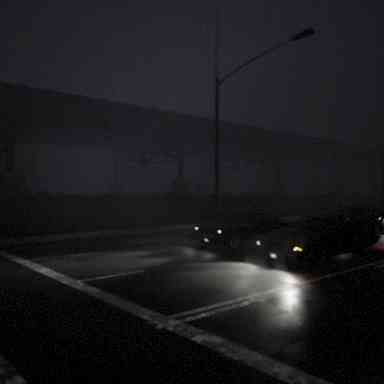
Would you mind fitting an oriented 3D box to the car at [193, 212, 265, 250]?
[{"bbox_3d":[2.361,1.554,14.279,4.718,1.301,1.895,0,0,-35],"label":"car"}]

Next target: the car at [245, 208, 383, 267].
[{"bbox_3d":[4.533,1.497,11.565,5.357,1.411,2.033,-1,0,-38],"label":"car"}]

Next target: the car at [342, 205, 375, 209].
[{"bbox_3d":[9.535,1.443,19.382,4.181,1.385,1.994,-1,0,-35],"label":"car"}]
